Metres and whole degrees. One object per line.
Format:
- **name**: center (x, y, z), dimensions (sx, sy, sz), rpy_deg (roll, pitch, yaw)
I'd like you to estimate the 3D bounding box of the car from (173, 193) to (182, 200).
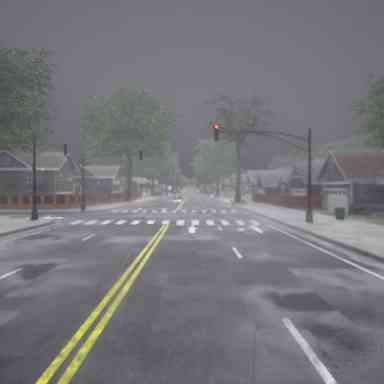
- **car**: center (-3.279, 1.068, 75.120), dimensions (2.128, 1.511, 4.902), rpy_deg (0, 0, 0)
